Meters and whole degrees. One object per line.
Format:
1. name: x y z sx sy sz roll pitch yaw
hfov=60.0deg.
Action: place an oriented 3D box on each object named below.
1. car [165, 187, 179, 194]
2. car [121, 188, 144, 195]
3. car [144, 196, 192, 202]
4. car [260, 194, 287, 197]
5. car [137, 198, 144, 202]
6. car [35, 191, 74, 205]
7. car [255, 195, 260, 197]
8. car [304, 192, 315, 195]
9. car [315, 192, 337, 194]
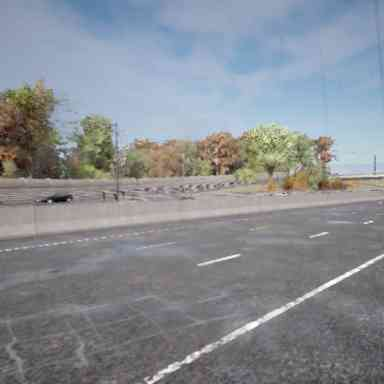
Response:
1. car: -4.376 -0.322 70.538 1.837 1.490 4.892 -1 3 24
2. car: -10.122 0.144 56.625 2.097 1.767 4.553 -1 2 22
3. car: -1.671 1.191 30.448 1.837 1.490 4.892 0 1 44
4. car: 11.402 0.964 43.932 1.812 1.442 4.674 0 1 44
5. car: -4.306 1.253 32.757 1.994 1.385 4.181 0 1 44
6. car: -16.481 0.698 39.922 1.882 1.535 5.008 0 1 22
7. car: 9.737 1.025 47.226 1.895 1.301 4.718 0 1 44
8. car: 21.179 0.710 58.999 2.128 1.511 4.902 0 1 44
9. car: 23.066 0.732 55.928 1.837 1.490 4.892 0 1 45
